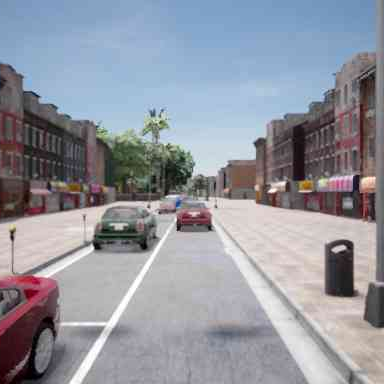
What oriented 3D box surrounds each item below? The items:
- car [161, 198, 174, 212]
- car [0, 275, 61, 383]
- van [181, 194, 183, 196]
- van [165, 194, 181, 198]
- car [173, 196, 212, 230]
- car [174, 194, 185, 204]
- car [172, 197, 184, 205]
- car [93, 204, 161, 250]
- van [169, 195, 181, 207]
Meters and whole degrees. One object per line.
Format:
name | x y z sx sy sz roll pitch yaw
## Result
car | -2.598 1.603 35.545 1.802 1.307 4.206 0 0 0
car | -2.635 1.544 2.762 1.887 1.381 4.507 0 0 0
van | -2.585 1.383 46.474 1.690 1.788 3.998 0 0 0
van | -2.591 1.373 41.010 1.690 1.788 3.998 0 0 0
car | 0.123 1.356 21.167 2.097 1.767 4.553 0 0 0
car | -2.560 1.403 68.331 2.192 1.841 5.009 0 0 0
car | -2.566 1.625 62.867 2.008 1.369 4.403 0 0 0
car | -2.734 1.353 14.547 2.097 1.767 4.553 0 0 0
van | -2.579 1.394 51.939 1.690 1.788 3.998 0 0 0
